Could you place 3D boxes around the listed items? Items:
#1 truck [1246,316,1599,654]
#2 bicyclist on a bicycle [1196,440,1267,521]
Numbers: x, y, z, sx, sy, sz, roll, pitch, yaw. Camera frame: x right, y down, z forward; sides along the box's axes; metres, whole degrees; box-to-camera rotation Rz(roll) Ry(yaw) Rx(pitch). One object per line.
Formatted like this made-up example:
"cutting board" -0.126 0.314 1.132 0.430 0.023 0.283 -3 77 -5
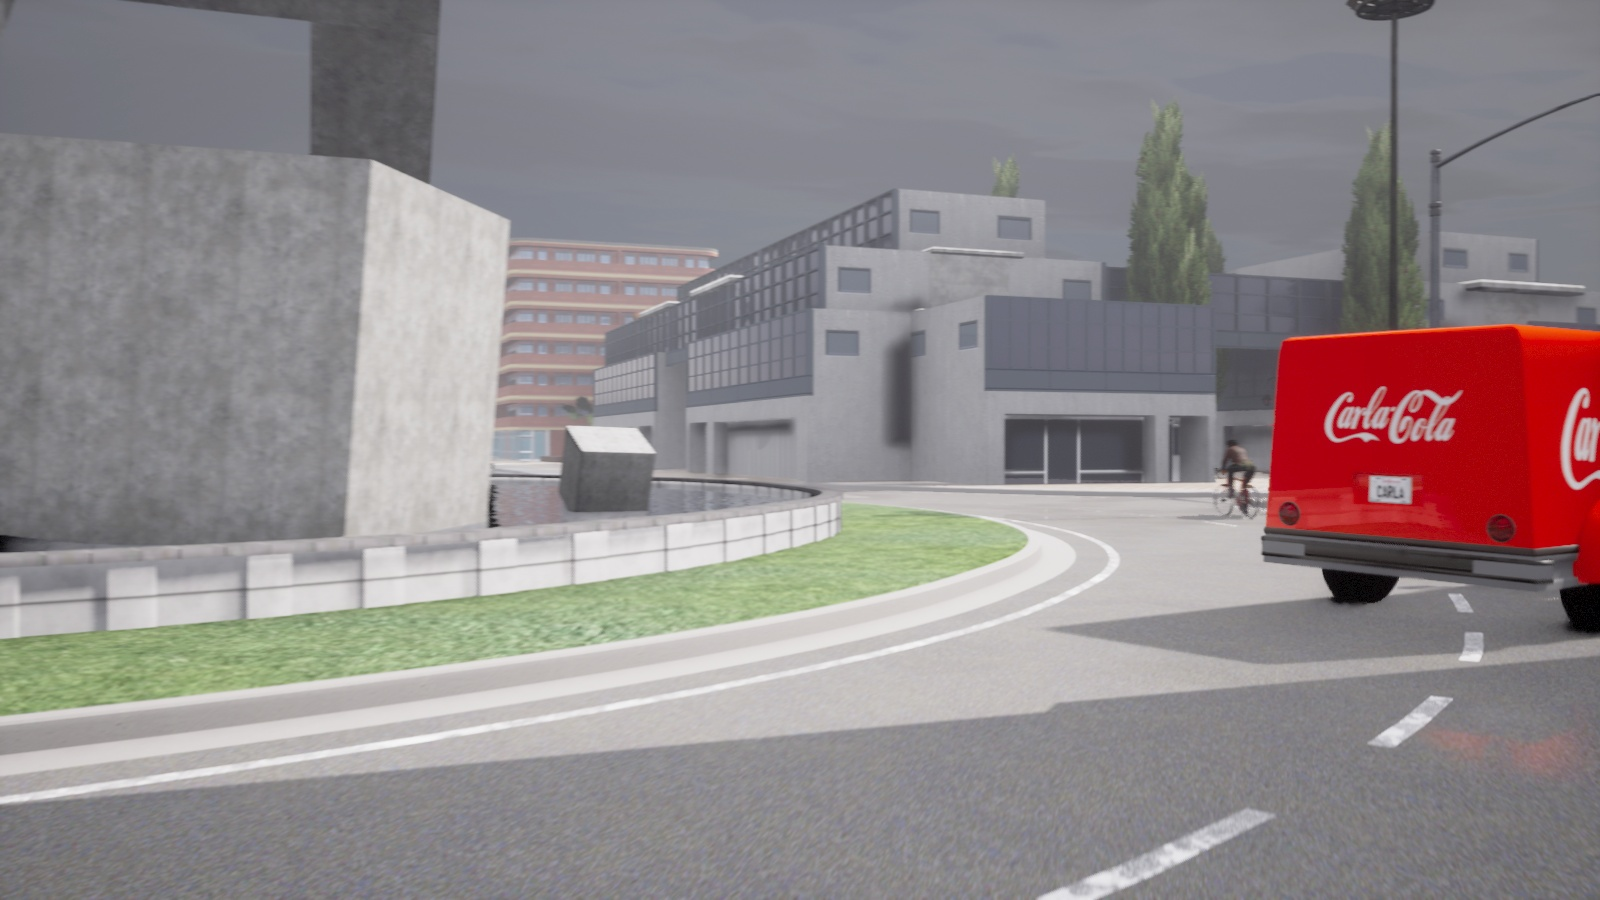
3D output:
"truck" 6.935 0.227 11.708 5.204 2.467 2.627 0 1 -34
"bicyclist on a bicycle" 8.888 0.610 25.922 0.582 1.620 1.656 -1 0 -13
